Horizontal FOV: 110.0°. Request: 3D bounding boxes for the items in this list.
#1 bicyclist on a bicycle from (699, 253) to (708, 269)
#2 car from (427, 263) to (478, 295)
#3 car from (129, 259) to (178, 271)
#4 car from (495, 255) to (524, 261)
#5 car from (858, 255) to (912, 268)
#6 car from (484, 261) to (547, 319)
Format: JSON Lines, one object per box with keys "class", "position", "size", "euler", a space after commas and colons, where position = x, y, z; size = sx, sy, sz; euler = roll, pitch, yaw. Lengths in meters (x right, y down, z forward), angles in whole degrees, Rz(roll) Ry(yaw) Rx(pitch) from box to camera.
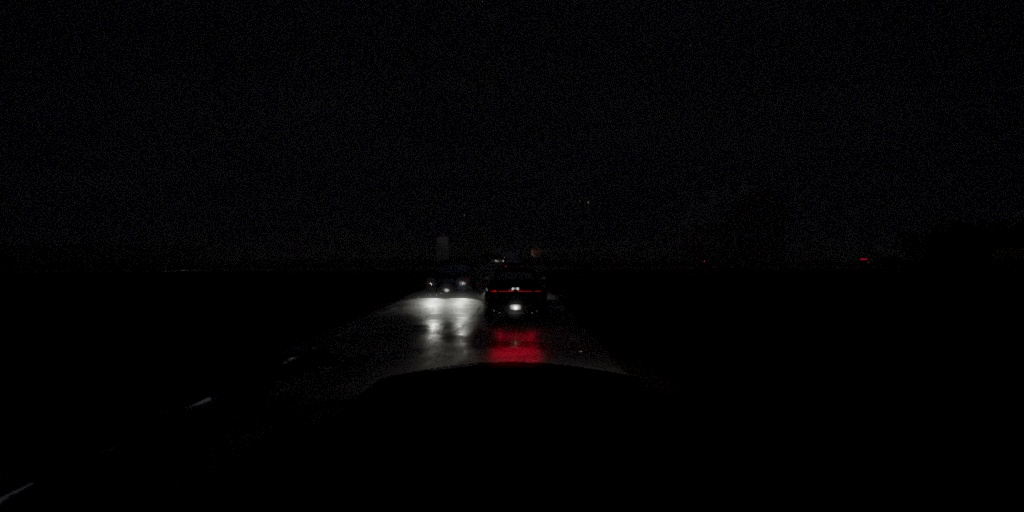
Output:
{"class": "bicyclist on a bicycle", "position": [20.049, 0.562, 37.624], "size": [0.582, 1.620, 1.656], "euler": [0, 1, 0]}
{"class": "car", "position": [-2.793, 1.049, 18.000], "size": [2.033, 1.411, 5.357], "euler": [0, 1, 0]}
{"class": "car", "position": [-40.497, 0.995, 40.537], "size": [4.181, 1.385, 1.994], "euler": [-1, 0, 0]}
{"class": "car", "position": [0.148, 0.879, 25.721], "size": [2.128, 1.511, 4.902], "euler": [0, 1, 0]}
{"class": "car", "position": [42.435, 0.583, 40.776], "size": [4.902, 1.511, 2.128], "euler": [0, 0, 0]}
{"class": "car", "position": [0.114, 1.097, 12.116], "size": [1.837, 1.490, 4.892], "euler": [0, 1, 0]}
